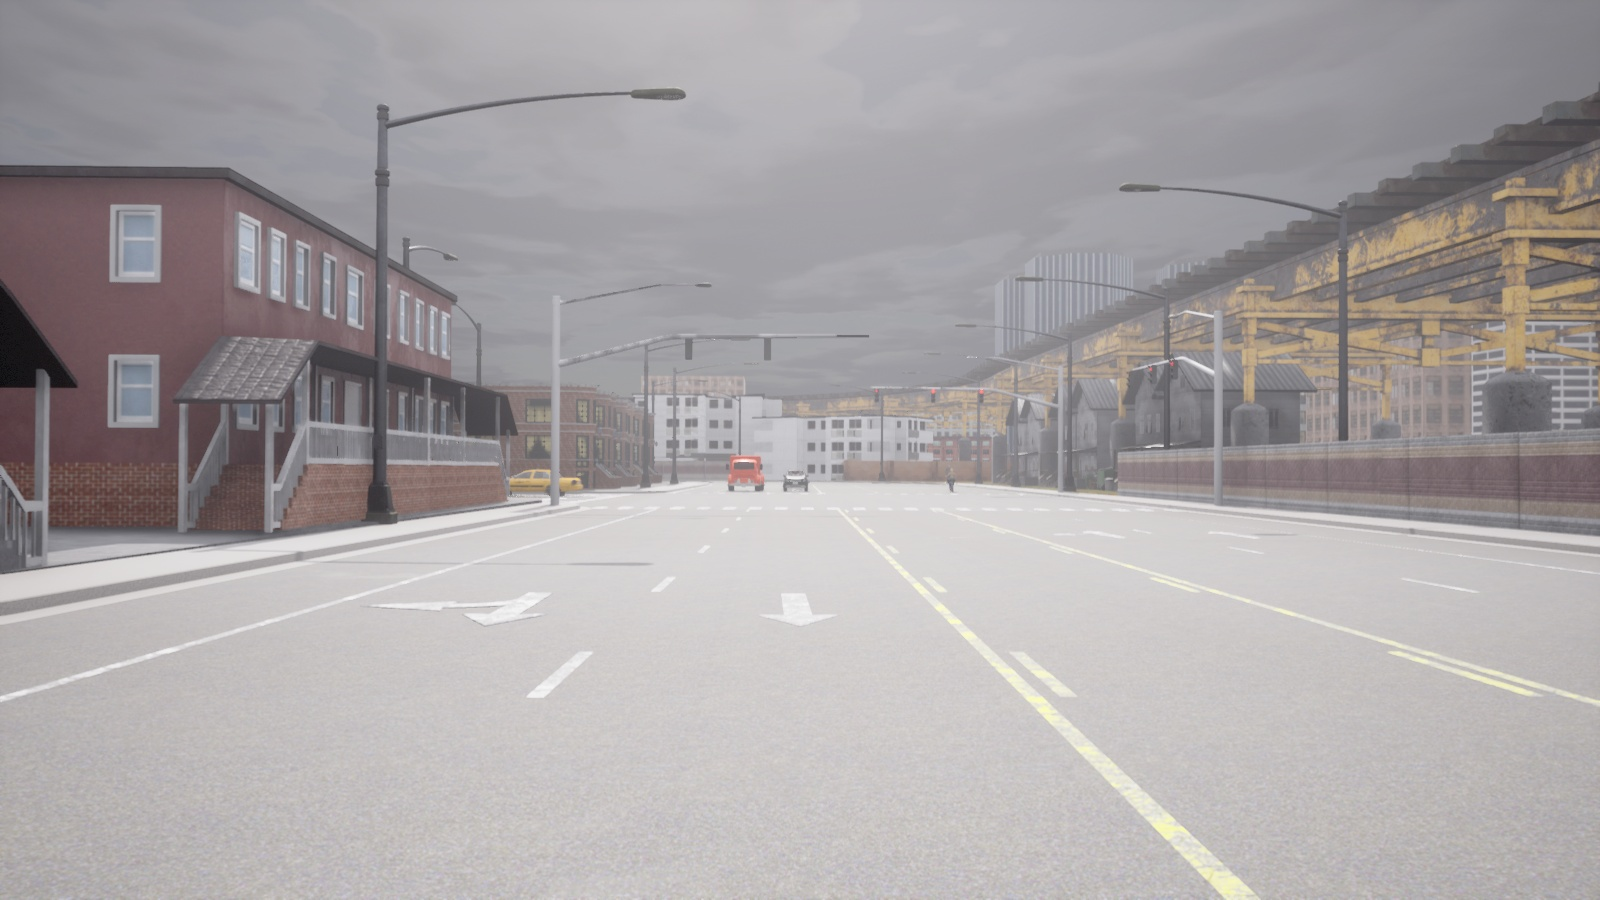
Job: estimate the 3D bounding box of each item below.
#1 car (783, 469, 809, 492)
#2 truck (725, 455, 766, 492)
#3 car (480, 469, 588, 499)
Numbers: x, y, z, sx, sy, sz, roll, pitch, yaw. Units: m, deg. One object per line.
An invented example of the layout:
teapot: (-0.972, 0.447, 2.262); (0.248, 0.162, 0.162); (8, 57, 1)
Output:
car: (-0.270, 2.069, 86.348); (1.789, 1.549, 3.705); (0, -1, 0)
truck: (-3.780, 1.632, 87.411); (2.627, 2.467, 5.204); (0, -1, 0)
car: (-14.214, 1.801, 67.216); (5.366, 1.575, 1.801); (0, -1, 2)
